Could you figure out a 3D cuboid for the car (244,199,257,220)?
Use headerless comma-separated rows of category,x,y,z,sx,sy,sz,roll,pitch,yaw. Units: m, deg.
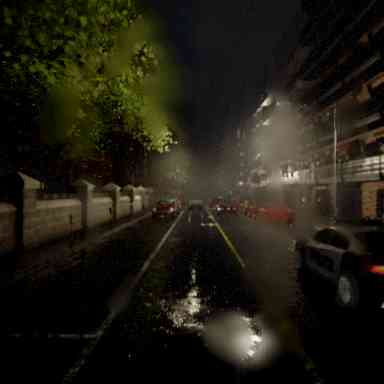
car,6.020,1.626,29.035,1.887,1.381,4.507,0,0,1

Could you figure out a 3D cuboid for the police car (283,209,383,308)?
police car,3.979,1.464,8.148,1.930,1.638,5.238,0,0,1

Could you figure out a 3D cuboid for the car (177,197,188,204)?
car,-1.882,1.642,68.544,2.008,1.369,4.403,0,0,1

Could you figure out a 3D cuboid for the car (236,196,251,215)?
car,6.090,1.531,34.664,1.967,1.590,4.097,0,0,1

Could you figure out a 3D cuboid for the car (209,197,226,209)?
car,3.570,1.571,48.270,1.882,1.535,5.008,0,0,1

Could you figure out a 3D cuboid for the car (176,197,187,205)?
car,-1.952,1.604,62.745,1.752,1.417,4.829,0,0,1

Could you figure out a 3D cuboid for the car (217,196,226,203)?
car,6.567,1.697,74.245,1.752,1.417,4.829,0,0,1

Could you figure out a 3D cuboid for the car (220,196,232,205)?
car,6.429,1.584,62.814,1.967,1.590,4.097,0,0,1

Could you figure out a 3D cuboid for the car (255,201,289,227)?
car,5.953,1.617,23.405,1.887,1.381,4.507,0,0,1

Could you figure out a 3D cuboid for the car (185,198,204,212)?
car,0.455,1.655,39.374,1.895,1.301,4.718,0,0,1

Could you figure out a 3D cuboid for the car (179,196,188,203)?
car,-1.817,1.631,74.005,1.752,1.417,4.829,0,0,1

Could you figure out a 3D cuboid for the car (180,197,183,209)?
car,-2.290,1.466,34.764,1.967,1.590,4.097,0,0,1

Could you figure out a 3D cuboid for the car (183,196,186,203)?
car,-2.154,1.596,46.025,2.008,1.369,4.403,0,0,1

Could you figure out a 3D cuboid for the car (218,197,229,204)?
car,6.497,1.723,68.444,1.947,1.339,4.313,0,0,1

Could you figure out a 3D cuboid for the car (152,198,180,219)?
car,-2.358,1.456,29.137,1.967,1.590,4.097,0,0,1

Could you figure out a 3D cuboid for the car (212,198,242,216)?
car,3.447,1.617,33.631,2.033,1.411,5.357,0,0,1
